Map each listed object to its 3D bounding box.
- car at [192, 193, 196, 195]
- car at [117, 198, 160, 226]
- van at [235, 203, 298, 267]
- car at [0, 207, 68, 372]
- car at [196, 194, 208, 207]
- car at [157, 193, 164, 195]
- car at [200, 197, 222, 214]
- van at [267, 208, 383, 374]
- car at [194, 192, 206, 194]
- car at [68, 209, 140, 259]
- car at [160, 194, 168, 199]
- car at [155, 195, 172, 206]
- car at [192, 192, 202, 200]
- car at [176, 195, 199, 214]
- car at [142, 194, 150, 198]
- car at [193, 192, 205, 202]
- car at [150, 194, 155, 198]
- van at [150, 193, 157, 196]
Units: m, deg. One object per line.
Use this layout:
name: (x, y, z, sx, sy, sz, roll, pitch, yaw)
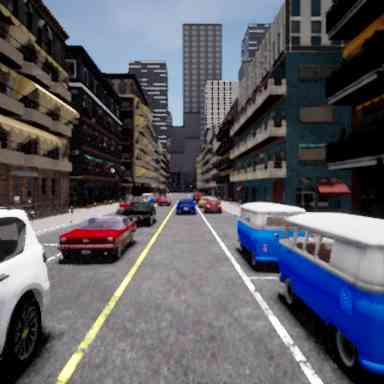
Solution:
car: (-0.863, 1.297, 45.709, 2.128, 1.511, 4.902, 0, 0, -1)
car: (-3.517, 1.392, 22.835, 1.882, 1.535, 5.008, 0, 0, -1)
van: (2.487, 1.283, 10.944, 1.690, 1.788, 3.998, -1, 0, -1)
car: (-3.126, 1.222, 2.703, 2.150, 2.045, 5.566, 0, 0, -1)
car: (1.803, 1.324, 44.720, 1.752, 1.417, 4.829, -1, 0, -1)
car: (-6.907, 1.078, 61.210, 2.192, 1.841, 5.009, -1, 0, -1)
car: (2.036, 1.428, 33.349, 1.802, 1.307, 4.206, -1, 0, -1)
van: (2.601, 1.307, 5.342, 1.690, 1.788, 3.998, -1, 0, -1)
car: (1.575, 1.067, 55.751, 2.192, 1.841, 5.009, -1, 0, -1)
car: (-3.327, 1.559, 12.537, 1.895, 1.301, 4.718, 0, 0, -1)
car: (-7.482, 1.229, 89.215, 1.802, 1.307, 4.206, -1, 0, -1)
car: (-3.970, 1.470, 49.301, 1.895, 1.301, 4.718, 0, 0, -1)
car: (1.120, 0.973, 78.154, 2.192, 1.841, 5.009, -1, 0, -1)
car: (-0.578, 1.337, 32.849, 1.882, 1.535, 5.008, 0, 0, -1)
car: (-6.427, 1.297, 38.808, 1.967, 1.590, 4.097, -1, 0, -1)
car: (1.347, 1.020, 66.953, 2.192, 1.841, 5.009, -1, 0, -1)
car: (-6.539, 1.384, 44.409, 2.008, 1.369, 4.403, -1, 0, -1)
van: (-6.656, 1.151, 50.009, 1.690, 1.788, 3.998, -1, 0, -1)
